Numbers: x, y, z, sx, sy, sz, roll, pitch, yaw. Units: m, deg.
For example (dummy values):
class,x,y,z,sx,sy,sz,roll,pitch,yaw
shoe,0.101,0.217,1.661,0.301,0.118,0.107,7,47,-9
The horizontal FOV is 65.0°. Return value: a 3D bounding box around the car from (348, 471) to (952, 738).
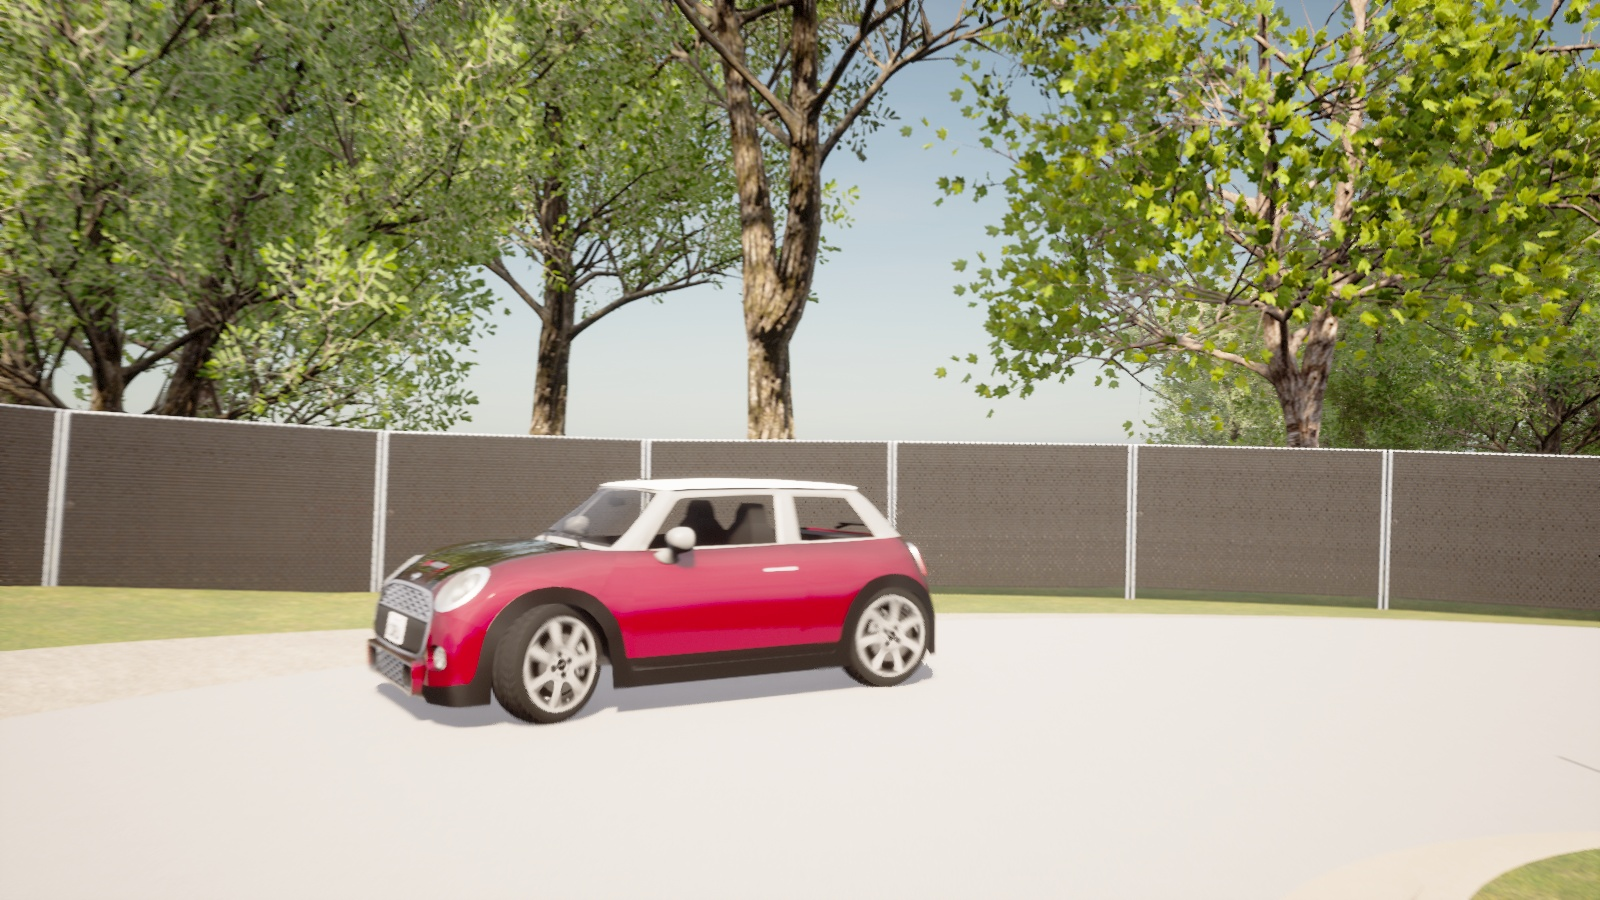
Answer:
class,x,y,z,sx,sy,sz,roll,pitch,yaw
car,-1.029,0.908,8.975,3.806,1.475,1.970,0,-1,-32
